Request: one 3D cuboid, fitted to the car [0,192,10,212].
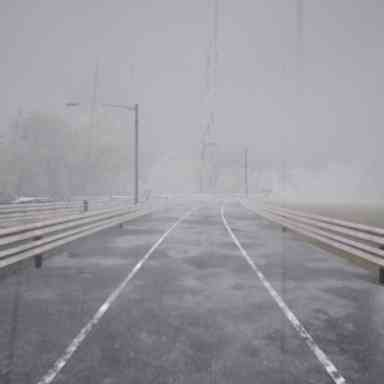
[{"bbox_3d":[-18.584,0.980,31.779,2.150,2.045,5.566,0,0,13],"label":"car"}]

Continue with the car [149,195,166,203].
[{"bbox_3d":[-6.693,1.396,65.199,1.994,1.385,4.181,0,0,15],"label":"car"}]

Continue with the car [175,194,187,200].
[{"bbox_3d":[-2.889,1.248,91.027,2.097,1.767,4.553,0,0,17],"label":"car"}]

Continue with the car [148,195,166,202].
[{"bbox_3d":[-5.767,1.301,55.054,2.128,1.511,4.902,0,0,15],"label":"car"}]

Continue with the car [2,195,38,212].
[{"bbox_3d":[-15.085,1.284,31.310,1.812,1.442,4.674,0,0,12],"label":"car"}]

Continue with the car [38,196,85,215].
[{"bbox_3d":[-11.618,1.108,30.828,2.097,1.767,4.553,0,0,13],"label":"car"}]
